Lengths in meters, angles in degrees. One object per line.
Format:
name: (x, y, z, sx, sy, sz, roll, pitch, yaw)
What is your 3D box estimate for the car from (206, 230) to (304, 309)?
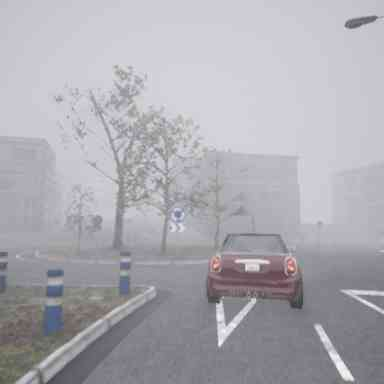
car: (1.793, 1.838, 9.085, 2.097, 1.767, 4.553, -1, -6, 14)

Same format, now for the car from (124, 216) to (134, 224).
car: (-13.722, 6.079, 72.371, 1.837, 1.490, 4.892, 1, 0, -5)
